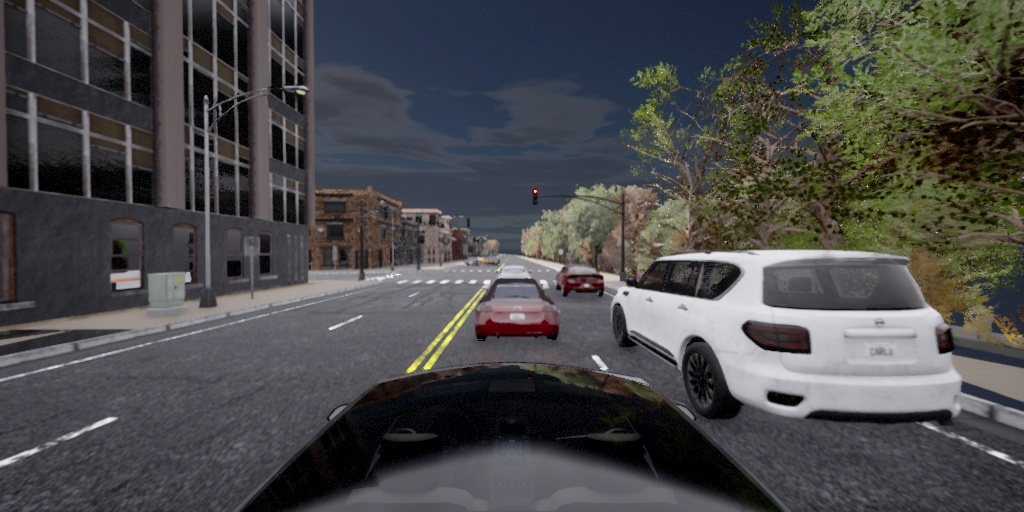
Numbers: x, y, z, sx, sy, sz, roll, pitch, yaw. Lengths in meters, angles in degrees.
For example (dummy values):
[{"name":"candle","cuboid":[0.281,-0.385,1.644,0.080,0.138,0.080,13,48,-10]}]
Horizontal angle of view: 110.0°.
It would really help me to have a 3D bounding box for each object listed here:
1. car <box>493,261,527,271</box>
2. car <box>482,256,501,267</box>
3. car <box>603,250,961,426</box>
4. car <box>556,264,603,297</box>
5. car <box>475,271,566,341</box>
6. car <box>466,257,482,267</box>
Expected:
[{"name":"car","cuboid":[0.096,1.193,18.677,1.812,1.442,4.674,0,0,-1]},{"name":"car","cuboid":[-3.365,0.820,59.888,2.097,1.767,4.553,0,0,0]},{"name":"car","cuboid":[3.356,0.948,5.958,2.150,2.045,5.566,0,0,0]},{"name":"car","cuboid":[3.352,1.146,18.445,1.882,1.535,5.008,0,0,1]},{"name":"car","cuboid":[0.101,1.274,9.778,1.994,1.385,4.181,0,0,0]},{"name":"car","cuboid":[-6.615,0.959,60.030,2.128,1.511,4.902,0,0,0]}]
